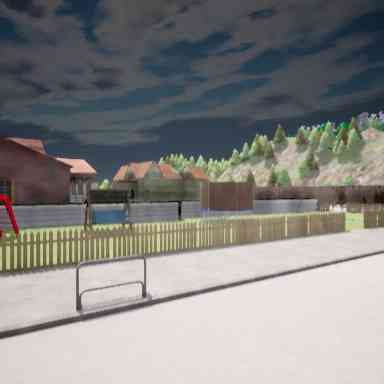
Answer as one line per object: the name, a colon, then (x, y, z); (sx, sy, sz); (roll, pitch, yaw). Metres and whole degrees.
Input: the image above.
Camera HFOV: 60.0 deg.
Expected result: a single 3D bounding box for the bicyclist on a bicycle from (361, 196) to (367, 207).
bicyclist on a bicycle: (24.065, 1.323, 46.547); (1.656, 1.620, 0.582); (0, 0, -36)
